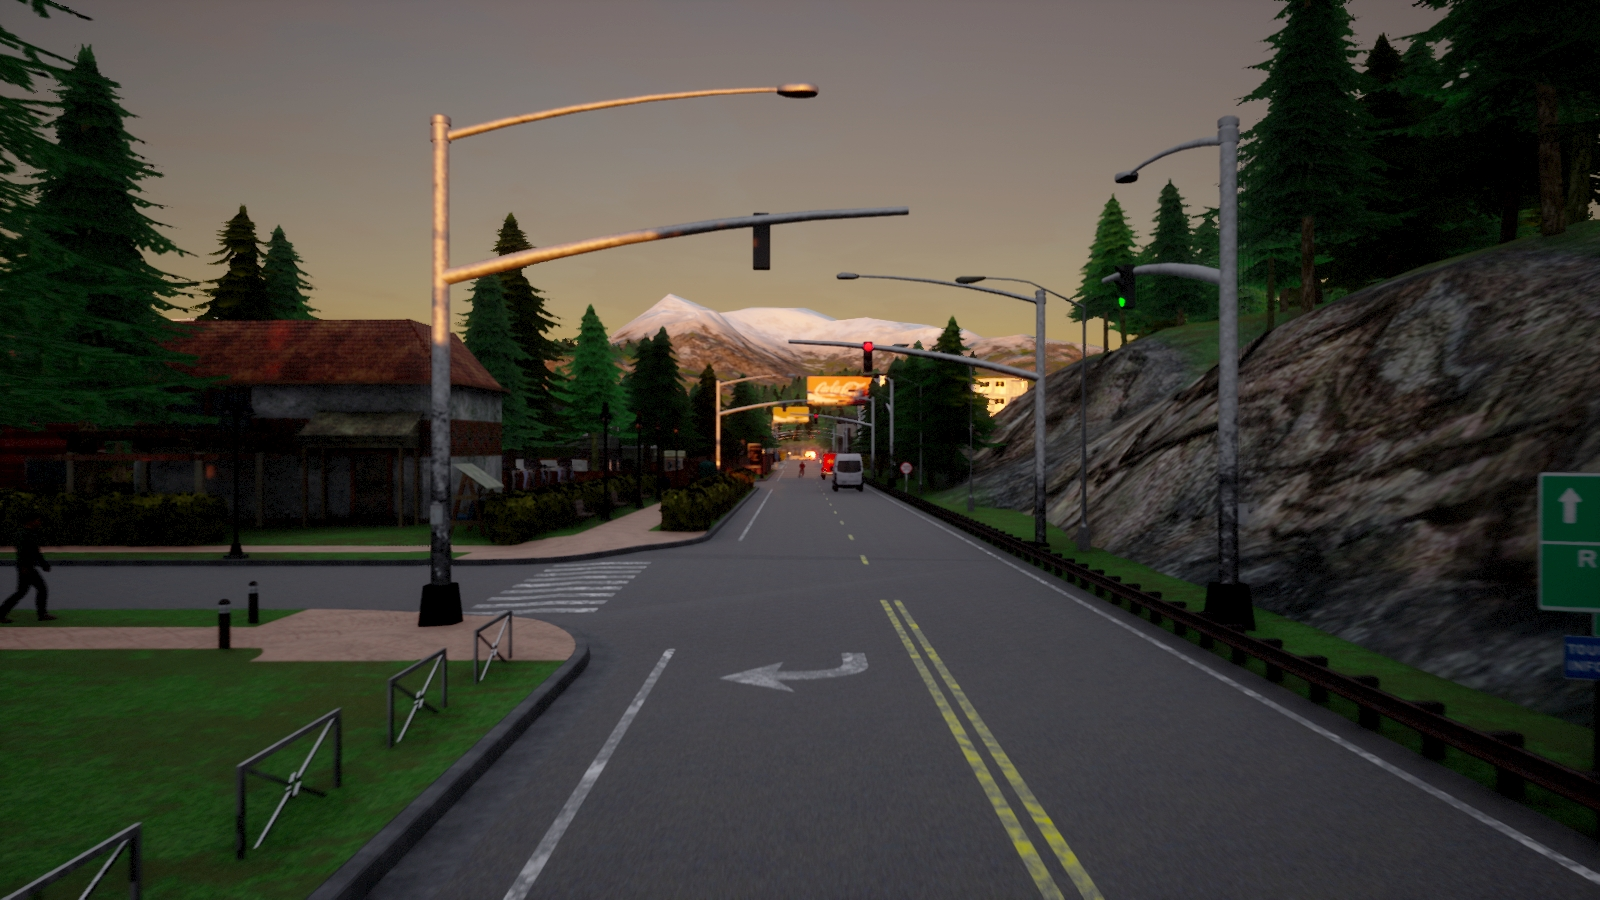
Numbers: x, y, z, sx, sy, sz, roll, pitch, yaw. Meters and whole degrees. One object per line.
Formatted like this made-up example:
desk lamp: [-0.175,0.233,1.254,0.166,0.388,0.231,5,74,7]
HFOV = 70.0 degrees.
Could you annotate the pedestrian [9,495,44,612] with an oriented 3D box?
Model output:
pedestrian: [-12.544,1.666,18.525,0.375,1.860,0.375,0,0,-16]

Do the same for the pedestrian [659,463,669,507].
pedestrian: [-5.814,1.500,48.826,0.375,1.860,0.375,0,0,1]

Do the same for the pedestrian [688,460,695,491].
pedestrian: [-6.484,1.498,68.019,0.375,1.860,0.375,0,0,-1]
